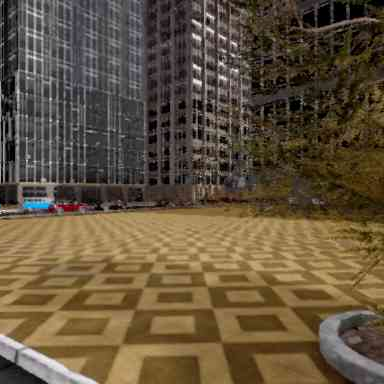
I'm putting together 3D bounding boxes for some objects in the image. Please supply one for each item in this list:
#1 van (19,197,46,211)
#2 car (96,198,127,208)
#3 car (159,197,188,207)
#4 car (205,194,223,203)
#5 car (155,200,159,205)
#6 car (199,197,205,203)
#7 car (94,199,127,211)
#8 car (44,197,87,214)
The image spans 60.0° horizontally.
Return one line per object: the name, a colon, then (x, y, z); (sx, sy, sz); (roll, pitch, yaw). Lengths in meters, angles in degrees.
van: (-20.350, 1.585, 43.667); (1.690, 1.788, 3.998); (0, 1, 43)
car: (-12.499, 1.707, 51.904); (1.887, 1.381, 4.507); (0, 1, 43)
car: (-2.500, 1.651, 50.316); (1.802, 1.307, 4.206); (0, 1, 43)
car: (5.269, 1.304, 58.626); (2.192, 1.841, 5.009); (0, 1, 43)
car: (-4.725, 1.647, 60.208); (1.947, 1.339, 4.313); (0, 1, 43)
car: (3.045, 1.567, 68.521); (1.947, 1.339, 4.313); (0, 1, 43)
car: (-10.220, 1.716, 41.959); (1.947, 1.339, 4.313); (0, 1, 43)
car: (-14.063, 1.630, 37.765); (1.967, 1.590, 4.097); (0, 1, 43)
